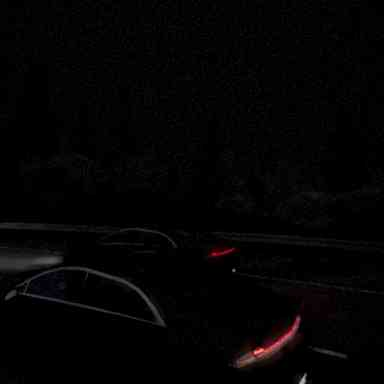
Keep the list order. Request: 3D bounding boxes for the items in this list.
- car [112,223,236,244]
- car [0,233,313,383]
[{"bbox_3d":[-1.185,1.547,8.489,4.902,1.511,2.128,-1,0,31],"label":"car"},{"bbox_3d":[-1.040,1.523,4.314,4.902,1.511,2.128,-1,0,34],"label":"car"}]
